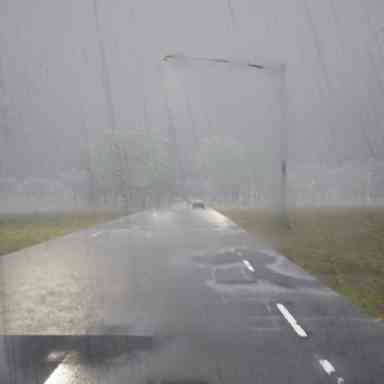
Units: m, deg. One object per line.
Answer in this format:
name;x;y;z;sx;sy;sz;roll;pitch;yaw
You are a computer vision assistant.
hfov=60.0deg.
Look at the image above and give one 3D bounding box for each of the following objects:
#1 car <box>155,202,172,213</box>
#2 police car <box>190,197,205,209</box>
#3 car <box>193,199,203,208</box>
car;-3.591;1.946;42.916;1.895;1.301;4.718;0;-1;0
police car;1.042;1.936;53.581;1.930;1.638;5.238;0;-1;0
car;1.040;2.173;63.469;1.837;1.490;4.892;0;-1;0
